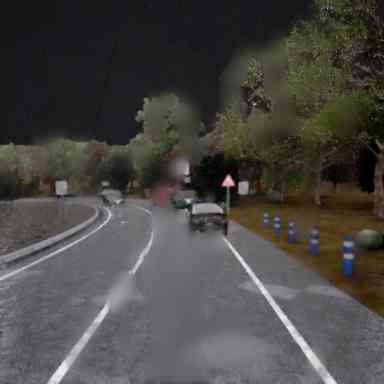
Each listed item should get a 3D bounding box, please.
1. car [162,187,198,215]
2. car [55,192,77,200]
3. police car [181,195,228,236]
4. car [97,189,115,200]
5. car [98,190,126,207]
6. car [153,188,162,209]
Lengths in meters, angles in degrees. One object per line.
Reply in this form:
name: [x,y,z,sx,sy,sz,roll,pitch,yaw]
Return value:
car: [-0.841,0.715,27.879,2.150,2.045,5.566,-2,2,-13]
car: [-24.106,0.682,63.453,4.718,1.301,1.895,-1,4,37]
police car: [0.650,1.235,17.669,1.930,1.638,5.238,0,2,-4]
car: [-13.304,0.352,52.318,2.097,1.767,4.553,-5,3,-39]
car: [-8.990,0.859,38.074,2.128,1.511,4.902,-3,2,-25]
car: [-2.521,0.536,33.919,2.150,2.045,5.566,-2,2,-18]
